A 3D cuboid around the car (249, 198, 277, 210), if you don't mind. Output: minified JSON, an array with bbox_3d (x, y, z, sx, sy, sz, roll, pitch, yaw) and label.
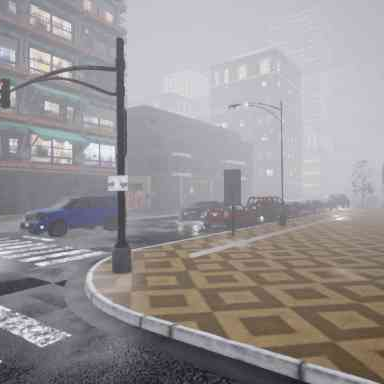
[{"bbox_3d":[9.314,1.489,43.303,1.752,1.417,4.829,-1,0,36],"label":"car"}]

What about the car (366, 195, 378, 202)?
[{"bbox_3d":[35.670,1.334,65.776,1.887,1.381,4.507,-1,0,36],"label":"car"}]

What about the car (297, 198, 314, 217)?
[{"bbox_3d":[9.120,1.471,29.760,1.802,1.307,4.206,-1,0,36],"label":"car"}]

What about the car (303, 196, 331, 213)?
[{"bbox_3d":[12.438,1.421,34.262,1.887,1.381,4.507,-1,0,36],"label":"car"}]

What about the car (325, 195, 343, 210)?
[{"bbox_3d":[15.757,1.415,38.764,2.008,1.369,4.403,-1,0,36],"label":"car"}]

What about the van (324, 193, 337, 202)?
[{"bbox_3d":[29.326,1.229,70.452,1.690,1.788,3.998,-1,0,36],"label":"van"}]

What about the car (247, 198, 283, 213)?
[{"bbox_3d":[8.382,1.491,37.871,2.033,1.411,5.357,-1,0,37],"label":"car"}]

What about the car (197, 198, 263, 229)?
[{"bbox_3d":[2.481,1.353,20.757,1.967,1.590,4.097,-1,0,36],"label":"car"}]

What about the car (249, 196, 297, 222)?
[{"bbox_3d":[5.798,1.216,25.259,2.192,1.841,5.009,-1,0,36],"label":"car"}]

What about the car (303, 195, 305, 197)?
[{"bbox_3d":[22.589,1.439,61.311,1.752,1.417,4.829,-1,0,36],"label":"car"}]

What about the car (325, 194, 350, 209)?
[{"bbox_3d":[19.074,1.167,43.267,2.192,1.841,5.009,-1,0,36],"label":"car"}]

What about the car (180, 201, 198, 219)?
[{"bbox_3d":[0.944,1.477,27.798,1.837,1.490,4.892,-1,-1,36],"label":"car"}]

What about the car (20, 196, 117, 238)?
[{"bbox_3d":[-6.226,1.219,18.079,2.150,2.045,5.566,-1,-1,37],"label":"car"}]
